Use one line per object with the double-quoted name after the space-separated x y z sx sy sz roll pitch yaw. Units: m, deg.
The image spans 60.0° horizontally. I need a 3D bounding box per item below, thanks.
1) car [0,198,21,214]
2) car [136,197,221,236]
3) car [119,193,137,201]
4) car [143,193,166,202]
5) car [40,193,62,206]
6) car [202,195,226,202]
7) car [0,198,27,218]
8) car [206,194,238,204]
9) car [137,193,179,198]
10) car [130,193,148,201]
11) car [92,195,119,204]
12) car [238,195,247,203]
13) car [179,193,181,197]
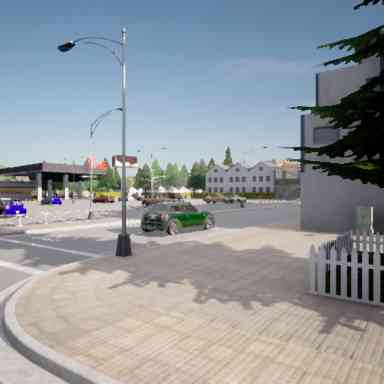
-19.699 1.384 34.496 3.806 1.475 1.970 0 0 36 "car"
-0.677 1.336 18.719 2.097 1.767 4.553 0 0 39 "car"
-14.591 1.360 73.328 3.806 1.475 1.970 0 0 36 "car"
-7.713 1.097 68.369 4.605 1.855 1.932 0 0 36 "car"
-21.531 1.319 50.661 3.633 1.501 1.845 0 0 36 "car"
4.466 1.298 68.092 4.514 1.523 2.007 0 0 36 "car"
-15.452 1.373 27.720 3.633 1.501 1.845 0 0 36 "car"
4.497 1.153 55.604 5.027 1.636 2.152 0 0 36 "car"
-4.407 1.097 42.666 4.605 1.855 1.932 0 0 36 "car"
-12.141 1.076 75.656 3.866 1.878 1.905 0 0 36 "car"
-15.617 1.297 58.716 4.514 1.523 2.007 0 0 36 "car"
8.011 1.232 60.983 3.806 1.475 1.970 0 0 36 "car"
-3.031 1.077 45.258 3.866 1.878 1.905 0 0 36 "car"
